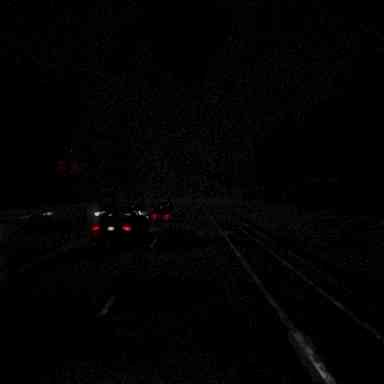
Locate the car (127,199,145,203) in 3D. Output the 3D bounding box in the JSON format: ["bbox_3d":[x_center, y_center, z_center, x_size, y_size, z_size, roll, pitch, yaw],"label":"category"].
[{"bbox_3d":[-6.588,1.452,38.735,1.994,1.385,4.181,0,0,0],"label":"car"}]

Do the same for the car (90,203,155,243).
[{"bbox_3d":[-3.150,1.470,15.439,2.033,1.411,5.357,0,0,0],"label":"car"}]

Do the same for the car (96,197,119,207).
[{"bbox_3d":[-9.838,1.393,38.897,1.837,1.490,4.892,0,0,0],"label":"car"}]

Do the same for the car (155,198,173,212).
[{"bbox_3d":[-3.150,1.414,36.911,1.812,1.442,4.674,0,0,0],"label":"car"}]
